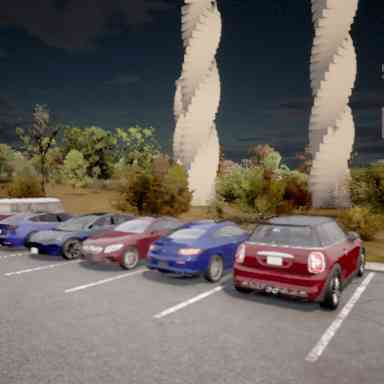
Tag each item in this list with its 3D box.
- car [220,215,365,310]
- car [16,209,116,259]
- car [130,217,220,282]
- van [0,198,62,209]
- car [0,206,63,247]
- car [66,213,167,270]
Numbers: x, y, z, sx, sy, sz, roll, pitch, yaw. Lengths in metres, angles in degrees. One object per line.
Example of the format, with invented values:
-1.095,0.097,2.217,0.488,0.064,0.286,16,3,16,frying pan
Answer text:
2.857,1.373,8.288,2.185,1.767,4.553,0,0,35,car
-3.878,1.566,13.092,2.163,1.488,4.792,0,0,36,car
0.626,1.553,9.914,2.002,1.452,4.674,0,0,35,car
-8.275,1.317,16.408,1.878,1.987,4.442,0,0,36,van
-6.084,1.569,14.739,2.163,1.488,4.792,0,0,35,car
-1.613,1.566,11.517,2.002,1.452,4.674,0,0,35,car
